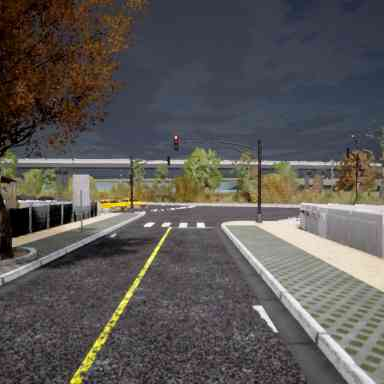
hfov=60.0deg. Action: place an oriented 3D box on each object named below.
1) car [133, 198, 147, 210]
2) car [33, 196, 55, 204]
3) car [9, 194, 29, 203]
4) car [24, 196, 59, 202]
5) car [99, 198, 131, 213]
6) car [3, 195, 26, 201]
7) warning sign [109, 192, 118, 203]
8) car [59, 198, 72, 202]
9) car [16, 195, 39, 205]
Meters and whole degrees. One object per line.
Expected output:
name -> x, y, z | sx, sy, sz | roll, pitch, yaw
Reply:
car -> -8.145, 1.574, 44.135 | 5.008, 1.535, 1.882 | 0, 2, 36
car -> -30.521, 1.600, 68.546 | 4.892, 1.490, 1.837 | -1, 2, 36
car -> -38.941, 1.440, 74.654 | 4.553, 1.767, 2.097 | -1, 2, 36
car -> -23.189, 1.798, 51.062 | 5.008, 1.535, 1.882 | -1, 2, 36
car -> -10.164, 1.685, 41.586 | 5.008, 1.535, 1.882 | -1, 2, 36
car -> -33.762, 1.541, 62.860 | 5.566, 2.045, 2.150 | -1, 2, 36
warning sign -> -14.245, 0.995, 60.261 | 1.060, 1.860, 1.300 | 2, 1, 36
car -> -20.887, 1.755, 53.406 | 5.357, 1.411, 2.033 | 0, 2, 36
car -> -32.664, 1.577, 66.083 | 4.553, 1.767, 2.097 | -1, 2, 36
